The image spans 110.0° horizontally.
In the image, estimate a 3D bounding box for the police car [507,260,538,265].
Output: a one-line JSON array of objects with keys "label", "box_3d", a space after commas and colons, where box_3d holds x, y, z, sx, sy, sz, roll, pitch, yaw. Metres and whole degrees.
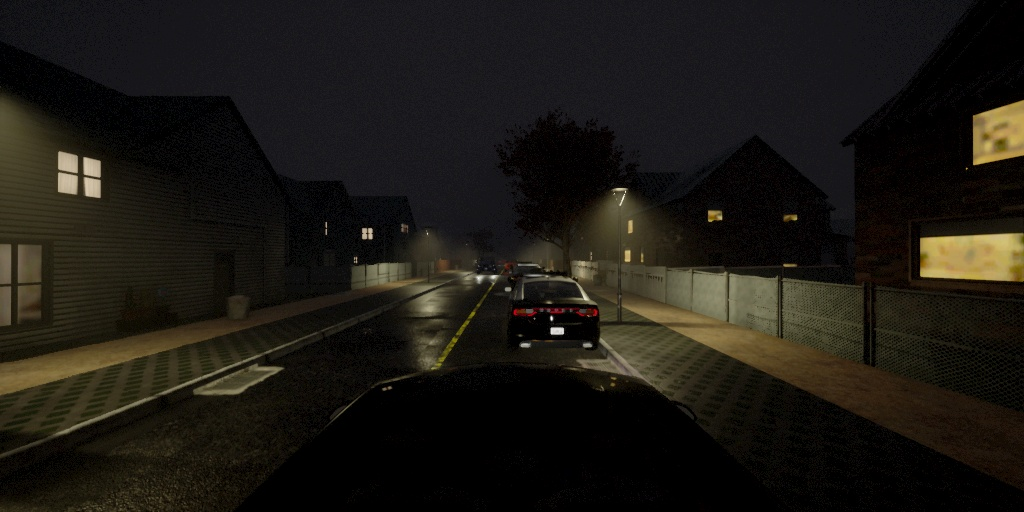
[{"label": "police car", "box_3d": [0.853, 1.184, 19.178, 1.930, 1.638, 5.238, 0, 0, 0]}]

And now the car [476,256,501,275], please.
[{"label": "car", "box_3d": [-2.786, 1.038, 41.001, 2.150, 2.045, 5.566, 0, 0, 0]}]

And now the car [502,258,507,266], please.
[{"label": "car", "box_3d": [0.116, 1.209, 47.991, 2.097, 1.767, 4.553, 0, 0, 1]}]

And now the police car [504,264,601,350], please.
[{"label": "police car", "box_3d": [0.837, 1.178, 9.177, 1.930, 1.638, 5.238, 0, 0, 0]}]
